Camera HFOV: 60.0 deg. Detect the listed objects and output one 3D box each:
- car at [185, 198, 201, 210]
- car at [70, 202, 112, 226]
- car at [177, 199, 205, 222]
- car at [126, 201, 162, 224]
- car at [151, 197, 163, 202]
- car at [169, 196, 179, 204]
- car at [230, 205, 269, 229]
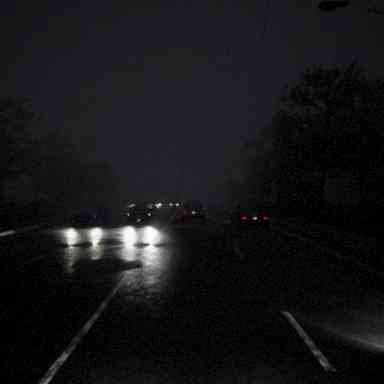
[{"bbox_3d":[0.102,1.572,43.019,1.994,1.385,4.181,0,0,0],"label":"car"},{"bbox_3d":[-7.098,1.482,23.835,1.882,1.535,5.008,0,0,0],"label":"car"},{"bbox_3d":[0.100,1.553,26.743,2.033,1.411,5.357,0,0,0],"label":"car"},{"bbox_3d":[-3.599,1.606,24.702,1.895,1.301,4.718,0,0,0],"label":"car"},{"bbox_3d":[-6.967,1.608,65.941,1.895,1.301,4.718,0,0,1],"label":"car"},{"bbox_3d":[-3.463,1.554,66.105,2.033,1.411,5.357,0,0,0],"label":"car"},{"bbox_3d":[3.598,1.552,21.494,2.033,1.411,5.357,0,0,0],"label":"car"}]
